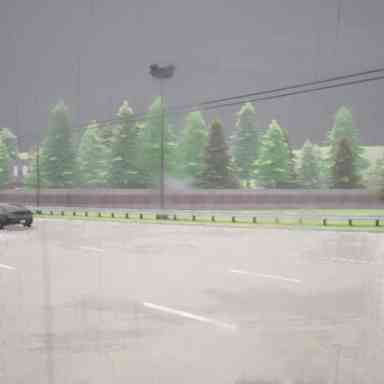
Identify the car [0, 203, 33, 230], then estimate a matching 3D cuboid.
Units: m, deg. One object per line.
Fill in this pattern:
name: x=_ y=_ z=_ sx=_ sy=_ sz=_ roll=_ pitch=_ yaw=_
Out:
car: x=-12.019 y=1.492 z=21.160 sx=4.892 sy=1.490 sz=1.837 roll=0 pitch=0 yaw=35
